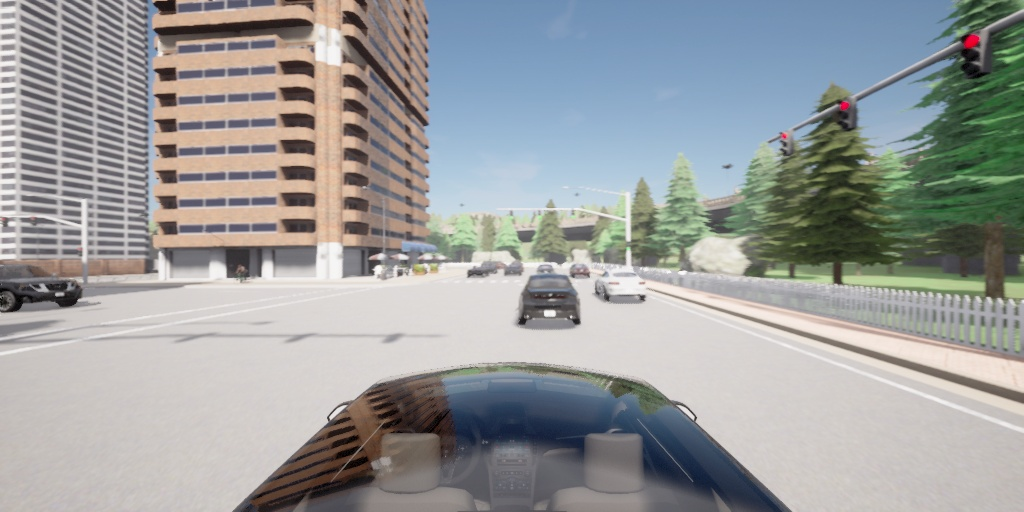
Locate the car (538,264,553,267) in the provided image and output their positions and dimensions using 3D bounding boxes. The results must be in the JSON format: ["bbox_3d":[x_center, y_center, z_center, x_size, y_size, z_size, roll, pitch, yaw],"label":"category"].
[{"bbox_3d":[3.239,1.496,34.811,2.033,1.411,5.357,-1,0,5],"label":"car"}]

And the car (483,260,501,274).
[{"bbox_3d":[-2.936,1.615,48.009,1.837,1.490,4.892,-1,0,3],"label":"car"}]

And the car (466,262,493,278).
[{"bbox_3d":[-3.606,1.657,38.967,1.895,1.301,4.718,-1,0,5],"label":"car"}]

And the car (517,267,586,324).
[{"bbox_3d":[1.246,1.328,12.242,1.837,1.490,4.892,-1,0,5],"label":"car"}]

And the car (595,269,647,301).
[{"bbox_3d":[5.233,1.334,17.622,1.812,1.442,4.674,-1,0,5],"label":"car"}]

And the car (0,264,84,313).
[{"bbox_3d":[-22.884,1.391,16.221,5.566,2.045,2.150,-1,0,5],"label":"car"}]

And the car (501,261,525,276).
[{"bbox_3d":[0.186,1.599,42.114,1.994,1.385,4.181,-1,0,5],"label":"car"}]

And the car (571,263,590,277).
[{"bbox_3d":[6.975,1.471,37.333,2.033,1.411,5.357,-1,0,5],"label":"car"}]

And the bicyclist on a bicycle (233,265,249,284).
[{"bbox_3d":[-23.219,1.577,30.766,0.582,1.620,1.656,-1,0,5],"label":"bicyclist on a bicycle"}]

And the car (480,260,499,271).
[{"bbox_3d":[-3.851,1.563,59.973,2.097,1.767,4.553,0,-1,-18],"label":"car"}]
